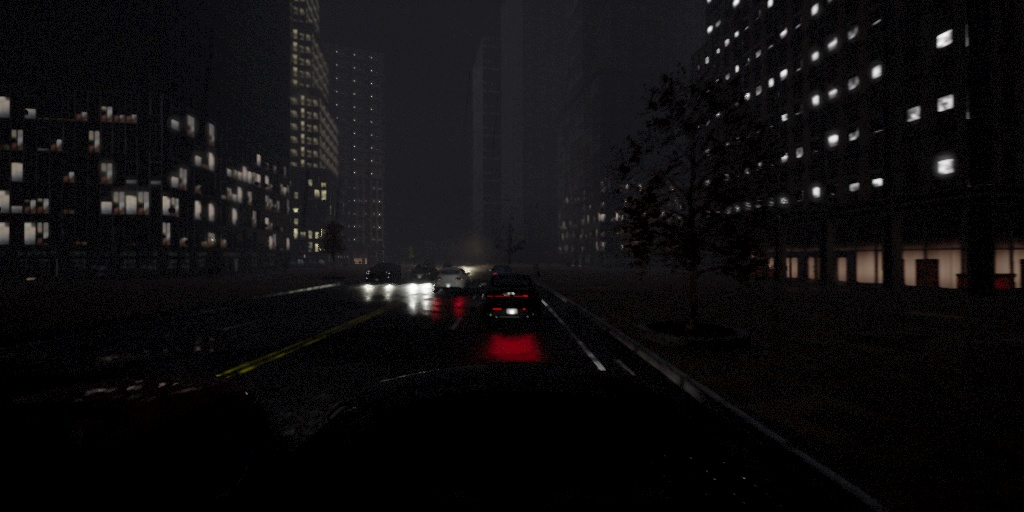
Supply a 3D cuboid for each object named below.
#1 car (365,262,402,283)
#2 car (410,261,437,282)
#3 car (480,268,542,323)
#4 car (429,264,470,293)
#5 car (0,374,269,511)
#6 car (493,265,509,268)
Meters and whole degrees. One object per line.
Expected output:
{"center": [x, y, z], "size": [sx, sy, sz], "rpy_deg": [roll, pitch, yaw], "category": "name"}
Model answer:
{"center": [-10.900, 1.330, 30.711], "size": [2.097, 1.767, 4.553], "rpy_deg": [0, 0, -4], "category": "car"}
{"center": [-7.700, 1.464, 31.578], "size": [2.128, 1.511, 4.902], "rpy_deg": [0, 0, -4], "category": "car"}
{"center": [-0.053, 1.326, 12.482], "size": [1.837, 1.490, 4.892], "rpy_deg": [0, 0, -1], "category": "car"}
{"center": [-3.659, 1.424, 22.237], "size": [1.812, 1.442, 4.674], "rpy_deg": [0, 0, -3], "category": "car"}
{"center": [-3.202, 1.284, 1.396], "size": [1.812, 1.442, 4.674], "rpy_deg": [0, 0, 0], "category": "car"}
{"center": [-0.961, 1.495, 31.359], "size": [2.033, 1.411, 5.357], "rpy_deg": [0, 0, -5], "category": "car"}
